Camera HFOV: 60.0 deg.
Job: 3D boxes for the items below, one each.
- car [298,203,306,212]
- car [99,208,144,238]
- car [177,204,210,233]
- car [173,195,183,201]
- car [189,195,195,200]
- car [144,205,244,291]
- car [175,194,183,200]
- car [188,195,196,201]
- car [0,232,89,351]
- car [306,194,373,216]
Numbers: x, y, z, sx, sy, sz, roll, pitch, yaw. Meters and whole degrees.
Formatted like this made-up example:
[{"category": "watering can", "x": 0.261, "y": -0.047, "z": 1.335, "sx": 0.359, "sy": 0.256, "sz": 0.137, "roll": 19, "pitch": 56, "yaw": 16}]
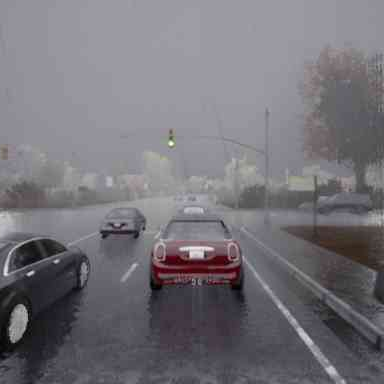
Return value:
[{"category": "car", "x": 13.990, "y": 1.501, "z": 35.873, "sx": 4.892, "sy": 1.490, "sz": 1.837, "roll": 0, "pitch": 0, "yaw": 3}, {"category": "car", "x": -3.533, "y": 1.545, "z": 17.653, "sx": 2.033, "sy": 1.411, "sz": 5.357, "roll": 0, "pitch": 0, "yaw": -3}, {"category": "car", "x": 0.103, "y": 1.523, "z": 20.613, "sx": 1.812, "sy": 1.442, "sz": 4.674, "roll": 0, "pitch": 0, "yaw": 0}, {"category": "car", "x": -3.489, "y": 1.536, "z": 81.237, "sx": 1.994, "sy": 1.385, "sz": 4.181, "roll": 0, "pitch": 0, "yaw": 0}, {"category": "car", "x": 0.052, "y": 1.515, "z": 91.271, "sx": 1.812, "sy": 1.442, "sz": 4.674, "roll": 0, "pitch": 0, "yaw": 1}, {"category": "car", "x": 0.101, "y": 1.351, "z": 9.207, "sx": 2.097, "sy": 1.767, "sz": 4.553, "roll": 0, "pitch": 0, "yaw": 0}, {"category": "car", "x": -3.449, "y": 1.393, "z": 91.263, "sx": 1.994, "sy": 1.385, "sz": 4.181, "roll": 0, "pitch": 0, "yaw": 1}, {"category": "car", "x": 0.010, "y": 1.492, "z": 80.917, "sx": 1.837, "sy": 1.490, "sz": 4.892, "roll": 0, "pitch": 0, "yaw": 0}, {"category": "car", "x": -3.400, "y": 1.504, "z": 6.168, "sx": 1.837, "sy": 1.490, "sz": 4.892, "roll": 0, "pitch": 0, "yaw": 0}, {"category": "car", "x": 14.468, "y": 1.218, "z": 32.338, "sx": 5.566, "sy": 2.045, "sz": 2.150, "roll": 0, "pitch": 0, "yaw": 3}]
